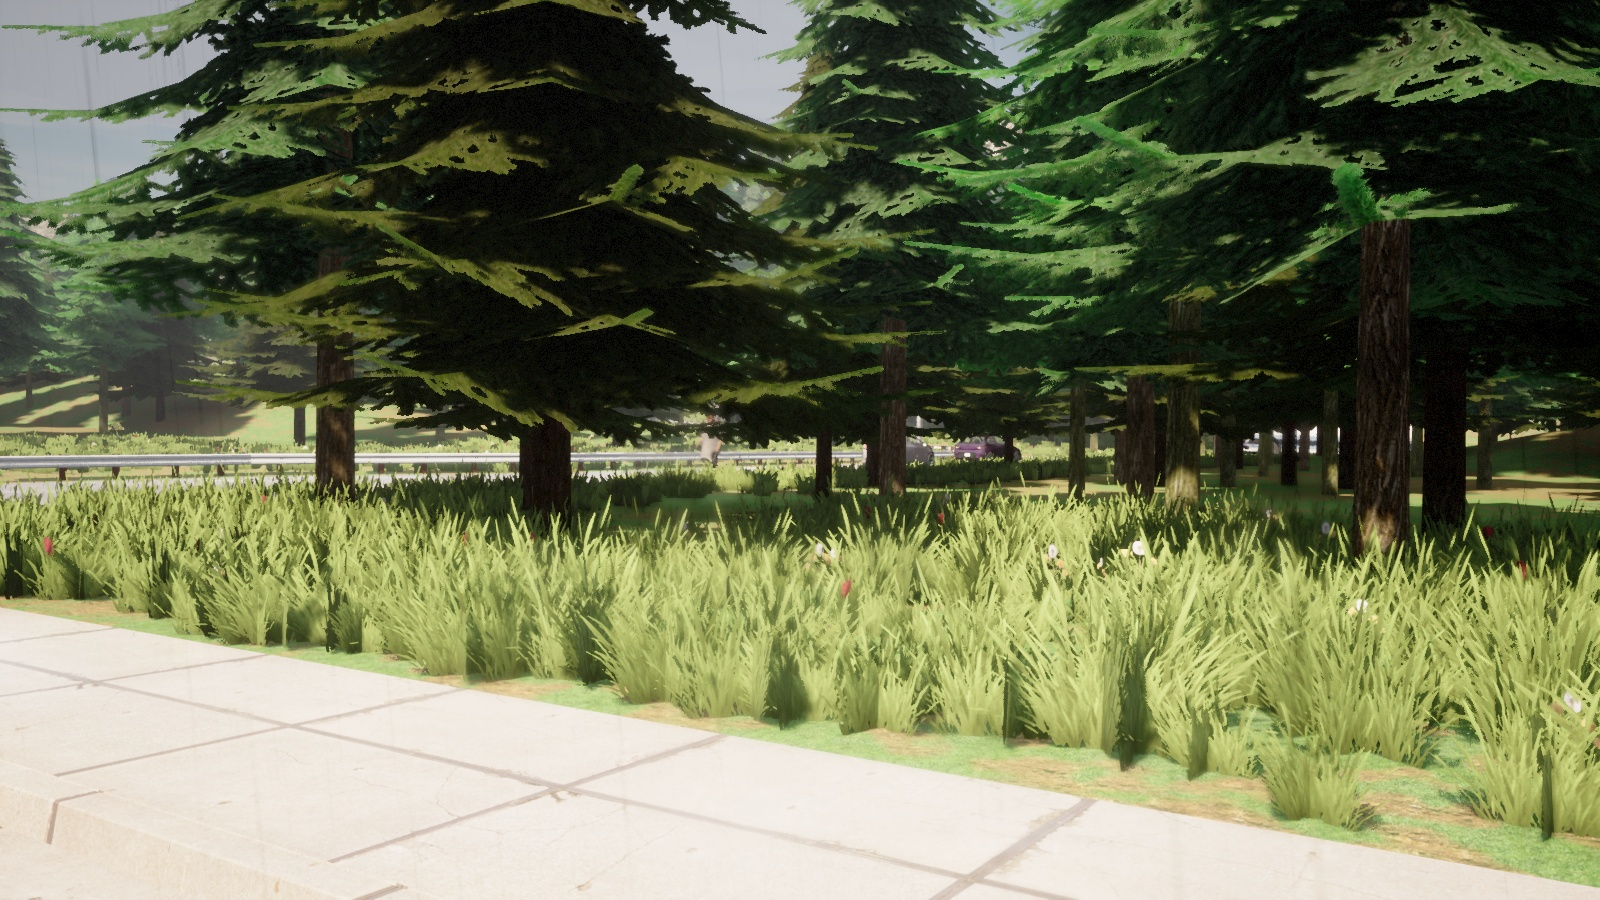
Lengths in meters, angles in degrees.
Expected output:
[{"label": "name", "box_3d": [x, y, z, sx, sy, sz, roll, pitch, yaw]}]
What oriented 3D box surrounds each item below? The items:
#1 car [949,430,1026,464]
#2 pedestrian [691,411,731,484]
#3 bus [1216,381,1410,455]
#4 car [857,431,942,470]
[{"label": "car", "box_3d": [8.648, -0.148, 57.729, 1.816, 1.474, 4.193, 0, 1, 35]}, {"label": "pedestrian", "box_3d": [-2.414, -0.076, 34.073, 0.659, 1.952, 0.873, 0, 1, 35]}, {"label": "bus", "box_3d": [31.479, -1.934, 77.471, 10.273, 4.253, 3.944, 1, 0, 3]}, {"label": "car", "box_3d": [4.080, -0.016, 51.139, 1.845, 1.501, 3.633, 0, 1, 35]}]
